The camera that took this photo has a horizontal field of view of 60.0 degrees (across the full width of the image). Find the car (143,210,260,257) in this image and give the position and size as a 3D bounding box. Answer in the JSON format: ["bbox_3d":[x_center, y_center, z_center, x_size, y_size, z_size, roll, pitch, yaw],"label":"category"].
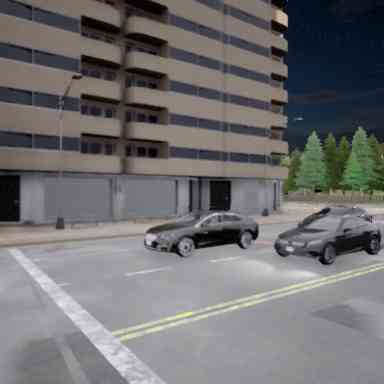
[{"bbox_3d":[0.506,1.493,12.944,4.902,1.511,2.128,0,0,-35],"label":"car"}]

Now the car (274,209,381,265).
[{"bbox_3d":[4.949,1.527,11.810,4.674,1.442,1.812,0,0,-36],"label":"car"}]

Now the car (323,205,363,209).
[{"bbox_3d":[8.069,1.507,18.310,4.892,1.490,1.837,0,0,-35],"label":"car"}]
